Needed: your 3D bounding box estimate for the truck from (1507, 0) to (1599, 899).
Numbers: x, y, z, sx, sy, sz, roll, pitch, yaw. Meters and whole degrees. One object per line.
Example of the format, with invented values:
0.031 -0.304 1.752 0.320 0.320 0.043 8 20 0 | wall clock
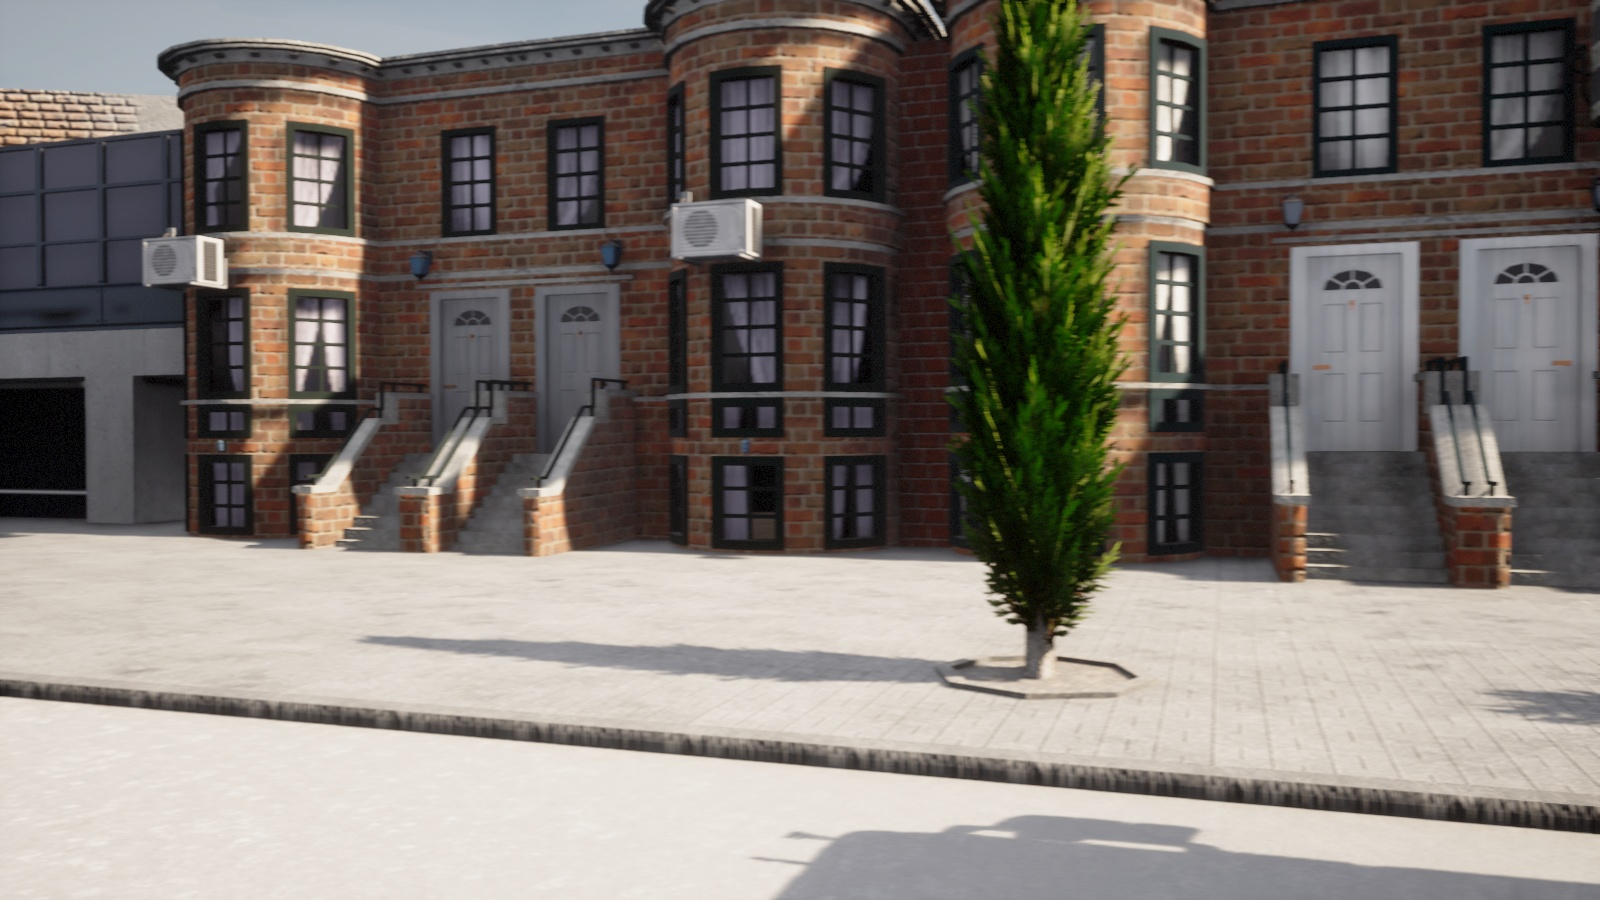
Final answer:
6.048 -0.342 1.668 8.468 3.827 2.891 1 1 19 | truck
